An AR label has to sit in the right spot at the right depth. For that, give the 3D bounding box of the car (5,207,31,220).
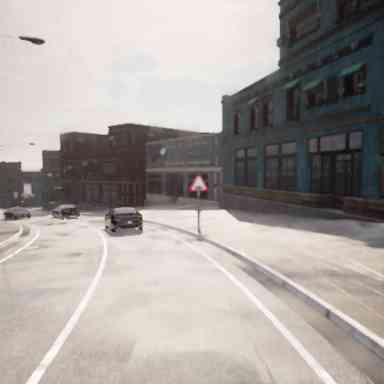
[{"bbox_3d":[-21.581,2.642,41.125,4.892,1.490,1.837,-3,0,44],"label":"car"}]

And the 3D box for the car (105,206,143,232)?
[{"bbox_3d":[-4.562,1.685,21.814,1.882,1.535,5.008,-2,-1,-21],"label":"car"}]

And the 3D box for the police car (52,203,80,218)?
[{"bbox_3d":[-14.896,2.141,38.901,1.930,1.638,5.238,-3,0,-40],"label":"police car"}]
